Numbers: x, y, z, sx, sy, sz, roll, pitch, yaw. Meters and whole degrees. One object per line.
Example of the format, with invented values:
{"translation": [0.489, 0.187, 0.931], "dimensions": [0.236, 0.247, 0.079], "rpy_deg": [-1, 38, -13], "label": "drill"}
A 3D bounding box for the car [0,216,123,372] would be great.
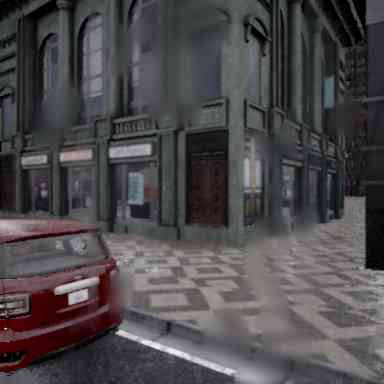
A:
{"translation": [-3.278, 1.310, 5.298], "dimensions": [5.009, 1.841, 2.192], "rpy_deg": [0, 0, 36], "label": "car"}
